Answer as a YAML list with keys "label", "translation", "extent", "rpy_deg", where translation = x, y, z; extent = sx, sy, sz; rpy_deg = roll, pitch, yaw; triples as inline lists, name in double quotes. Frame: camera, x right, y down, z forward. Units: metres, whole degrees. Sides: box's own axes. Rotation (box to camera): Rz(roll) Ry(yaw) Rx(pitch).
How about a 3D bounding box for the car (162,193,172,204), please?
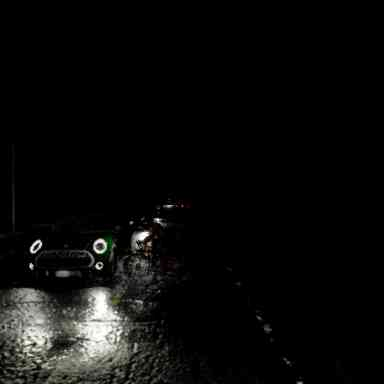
- label: "car"
  translation: [-4.707, 1.254, 59.498]
  extent: [2.150, 2.045, 5.566]
  rpy_deg: [0, 0, -2]

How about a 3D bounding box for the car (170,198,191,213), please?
- label: "car"
  translation: [-1.105, 1.562, 38.047]
  extent: [2.033, 1.411, 5.357]
  rpy_deg: [0, 0, -2]

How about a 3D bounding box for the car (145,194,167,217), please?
- label: "car"
  translation: [-3.802, 1.364, 31.369]
  extent: [2.097, 1.767, 4.553]
  rpy_deg: [0, 0, -1]

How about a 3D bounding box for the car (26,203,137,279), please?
- label: "car"
  translation: [-3.142, 1.354, 10.153]
  extent: [2.097, 1.767, 4.553]
  rpy_deg: [0, 0, -2]

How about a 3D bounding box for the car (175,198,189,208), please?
- label: "car"
  translation: [-1.465, 1.622, 49.309]
  extent: [1.895, 1.301, 4.718]
  rpy_deg: [0, 0, -2]

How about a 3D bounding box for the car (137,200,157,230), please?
- label: "car"
  translation: [-3.509, 1.513, 21.381]
  extent: [1.837, 1.490, 4.892]
  rpy_deg: [0, 0, -2]

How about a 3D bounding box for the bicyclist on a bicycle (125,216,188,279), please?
- label: "bicyclist on a bicycle"
  translation: [-0.930, 1.456, 8.651]
  extent: [1.656, 1.620, 0.582]
  rpy_deg: [-2, 0, -2]
